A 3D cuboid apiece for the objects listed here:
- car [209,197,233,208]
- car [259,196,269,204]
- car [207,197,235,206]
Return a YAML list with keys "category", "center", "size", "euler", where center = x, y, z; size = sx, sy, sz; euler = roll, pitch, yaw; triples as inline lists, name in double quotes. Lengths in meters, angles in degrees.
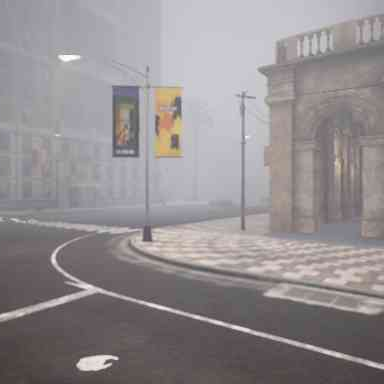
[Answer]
- category: "car"
  center: [4.247, 1.487, 47.779]
  size: [1.812, 1.442, 4.674]
  euler: [0, 0, 36]
- category: "car"
  center: [14.078, 1.362, 61.283]
  size: [1.895, 1.301, 4.718]
  euler: [0, 0, 36]
- category: "car"
  center: [4.855, 1.503, 54.610]
  size: [2.033, 1.411, 5.357]
  euler: [0, 0, 36]
